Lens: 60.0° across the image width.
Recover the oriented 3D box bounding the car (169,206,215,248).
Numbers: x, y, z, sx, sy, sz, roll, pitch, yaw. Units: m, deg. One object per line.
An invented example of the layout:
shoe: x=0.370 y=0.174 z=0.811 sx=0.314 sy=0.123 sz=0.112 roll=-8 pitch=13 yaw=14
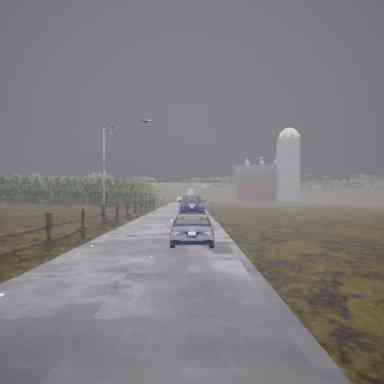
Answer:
car: x=0.000 y=1.563 z=14.652 sx=2.033 sy=1.411 sz=5.357 roll=0 pitch=0 yaw=0

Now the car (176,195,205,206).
car: x=0.000 y=1.279 z=29.685 sx=2.150 sy=2.045 sz=5.566 roll=0 pitch=0 yaw=0
